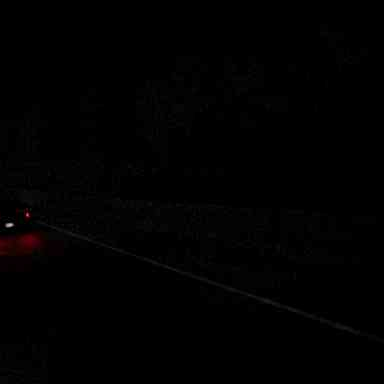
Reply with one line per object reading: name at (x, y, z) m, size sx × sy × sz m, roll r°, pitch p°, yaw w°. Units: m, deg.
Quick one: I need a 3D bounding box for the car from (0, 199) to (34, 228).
car at (-8.731, 0.984, 15.109) m, size 1.895 × 1.301 × 4.718 m, roll -6°, pitch 5°, yaw -38°
